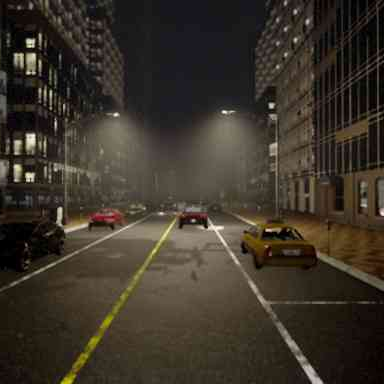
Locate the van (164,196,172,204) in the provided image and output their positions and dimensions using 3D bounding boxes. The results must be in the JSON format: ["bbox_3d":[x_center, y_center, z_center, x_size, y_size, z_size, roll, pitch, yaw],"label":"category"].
[{"bbox_3d":[-5.676,1.949,79.453,1.690,1.788,3.998,0,0,0],"label":"van"}]

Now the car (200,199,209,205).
[{"bbox_3d":[2.702,2.148,73.744,1.802,1.307,4.206,0,0,0],"label":"car"}]

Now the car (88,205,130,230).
[{"bbox_3d":[-5.684,1.764,22.529,1.802,1.307,4.206,0,0,0],"label":"car"}]

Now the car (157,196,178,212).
[{"bbox_3d":[-2.995,1.707,44.191,2.097,1.767,4.553,0,0,0],"label":"car"}]

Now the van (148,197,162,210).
[{"bbox_3d":[-5.680,1.741,50.993,1.690,1.788,3.998,0,0,0],"label":"van"}]

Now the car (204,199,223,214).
[{"bbox_3d":[2.698,1.879,39.593,1.947,1.339,4.313,0,0,0],"label":"car"}]

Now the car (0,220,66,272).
[{"bbox_3d":[-5.686,1.658,11.147,1.947,1.339,4.313,0,0,0],"label":"car"}]

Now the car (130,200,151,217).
[{"bbox_3d":[-5.683,1.821,33.915,2.008,1.369,4.403,0,0,0],"label":"car"}]

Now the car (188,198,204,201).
[{"bbox_3d":[0.105,1.675,41.011,2.097,1.767,4.553,0,-1,0],"label":"car"}]

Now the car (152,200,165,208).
[{"bbox_3d":[-5.680,2.024,56.684,1.802,1.307,4.206,0,0,0],"label":"car"}]

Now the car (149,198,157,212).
[{"bbox_3d":[-5.682,1.902,45.299,1.887,1.381,4.507,0,0,0],"label":"car"}]

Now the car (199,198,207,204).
[{"bbox_3d":[2.703,2.134,79.606,1.752,1.417,4.829,0,0,0],"label":"car"}]

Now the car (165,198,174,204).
[{"bbox_3d":[-5.677,2.214,85.144,1.947,1.339,4.313,0,0,0],"label":"car"}]

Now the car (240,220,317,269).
[{"bbox_3d":[2.695,1.618,11.303,1.752,1.417,4.829,0,0,0],"label":"car"}]

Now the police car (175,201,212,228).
[{"bbox_3d":[0.100,1.702,23.951,2.038,1.542,4.974,0,0,0],"label":"police car"}]

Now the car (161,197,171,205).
[{"bbox_3d":[-5.677,2.007,73.760,1.967,1.590,4.097,0,0,0],"label":"car"}]
